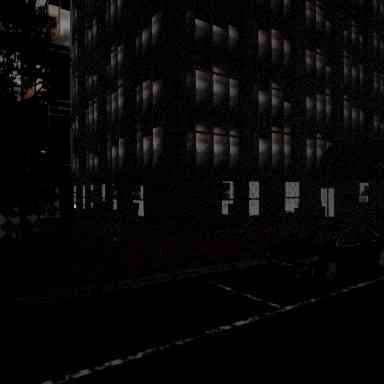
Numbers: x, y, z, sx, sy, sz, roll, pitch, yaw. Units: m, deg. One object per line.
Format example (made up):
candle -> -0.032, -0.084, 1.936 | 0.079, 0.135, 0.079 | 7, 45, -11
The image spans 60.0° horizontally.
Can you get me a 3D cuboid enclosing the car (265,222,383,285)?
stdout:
car -> 3.932, 1.549, 9.401 | 4.403, 1.369, 2.008 | 0, -1, -36
